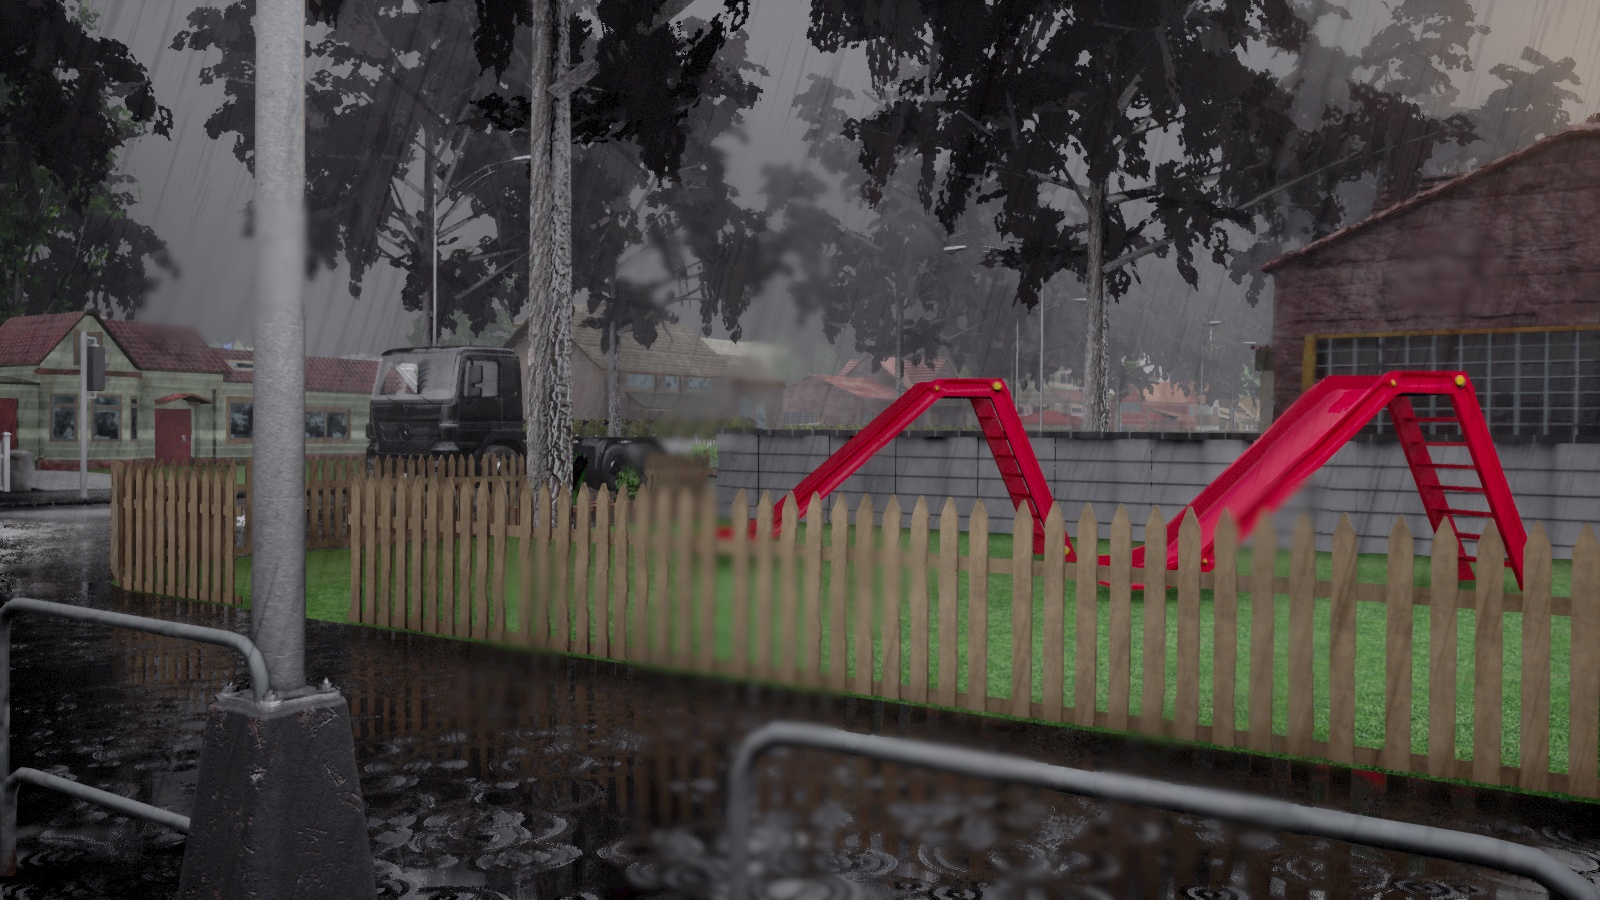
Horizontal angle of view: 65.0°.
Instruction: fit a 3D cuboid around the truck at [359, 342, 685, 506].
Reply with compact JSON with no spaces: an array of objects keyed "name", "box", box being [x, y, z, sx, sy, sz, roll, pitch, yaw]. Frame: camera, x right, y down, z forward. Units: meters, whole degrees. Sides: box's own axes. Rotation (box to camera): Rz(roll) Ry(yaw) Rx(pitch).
[{"name":"truck","box":[-6.449,-0.610,30.605,2.891,3.462,7.936,0,1,34]}]
